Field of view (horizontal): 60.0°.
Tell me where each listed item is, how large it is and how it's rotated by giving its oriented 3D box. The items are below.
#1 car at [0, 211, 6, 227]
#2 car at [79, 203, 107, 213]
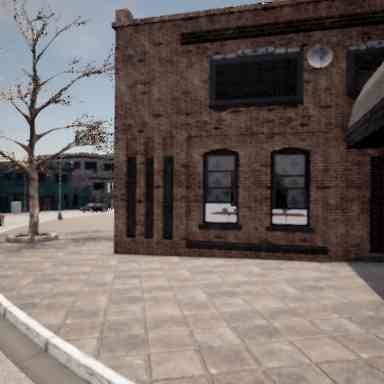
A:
[{"bbox_3d":[-15.343,1.783,24.287,2.097,1.767,4.553,0,-1,-12],"label":"car"},{"bbox_3d":[-15.387,2.402,51.899,1.882,1.535,5.008,0,-1,24],"label":"car"}]
